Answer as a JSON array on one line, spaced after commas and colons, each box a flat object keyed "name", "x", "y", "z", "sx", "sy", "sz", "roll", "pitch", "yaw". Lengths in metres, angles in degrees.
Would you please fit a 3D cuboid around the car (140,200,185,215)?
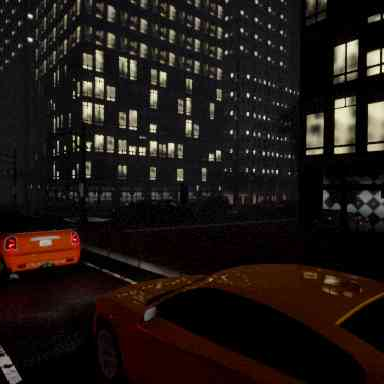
[{"name": "car", "x": -3.208, "y": 1.647, "z": 36.643, "sx": 4.829, "sy": 1.417, "sz": 1.752, "roll": 1, "pitch": 0, "yaw": -39}]

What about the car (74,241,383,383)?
[{"name": "car", "x": 0.739, "y": 1.476, "z": 3.261, "sx": 1.882, "sy": 1.535, "sz": 5.008, "roll": 0, "pitch": 0, "yaw": -40}]

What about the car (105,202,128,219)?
[{"name": "car", "x": -5.781, "y": 1.642, "z": 31.216, "sx": 4.674, "sy": 1.442, "sz": 1.812, "roll": 1, "pitch": 1, "yaw": -38}]

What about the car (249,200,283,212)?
[{"name": "car", "x": 9.793, "y": 1.814, "z": 43.837, "sx": 4.674, "sy": 1.442, "sz": 1.812, "roll": 1, "pitch": 1, "yaw": -39}]

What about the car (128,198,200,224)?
[{"name": "car", "x": -2.168, "y": 1.523, "z": 26.691, "sx": 5.009, "sy": 1.841, "sz": 2.192, "roll": 1, "pitch": 0, "yaw": -39}]

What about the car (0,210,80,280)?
[{"name": "car", "x": -5.188, "y": 1.347, "z": 10.313, "sx": 2.097, "sy": 1.767, "sz": 4.553, "roll": 0, "pitch": 0, "yaw": -40}]

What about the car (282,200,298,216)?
[{"name": "car", "x": 10.965, "y": 1.936, "z": 37.356, "sx": 4.206, "sy": 1.307, "sz": 1.802, "roll": 1, "pitch": 0, "yaw": -39}]

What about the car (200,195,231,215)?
[{"name": "car", "x": 1.903, "y": 1.423, "z": 37.435, "sx": 5.566, "sy": 2.045, "sz": 2.150, "roll": 1, "pitch": 1, "yaw": -39}]

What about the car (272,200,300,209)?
[{"name": "car", "x": 14.433, "y": 1.881, "z": 50.964, "sx": 4.313, "sy": 1.339, "sz": 1.947, "roll": 1, "pitch": 0, "yaw": -39}]

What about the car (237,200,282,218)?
[{"name": "car", "x": 6.719, "y": 1.832, "z": 33.908, "sx": 4.829, "sy": 1.417, "sz": 1.752, "roll": 1, "pitch": 0, "yaw": -39}]
